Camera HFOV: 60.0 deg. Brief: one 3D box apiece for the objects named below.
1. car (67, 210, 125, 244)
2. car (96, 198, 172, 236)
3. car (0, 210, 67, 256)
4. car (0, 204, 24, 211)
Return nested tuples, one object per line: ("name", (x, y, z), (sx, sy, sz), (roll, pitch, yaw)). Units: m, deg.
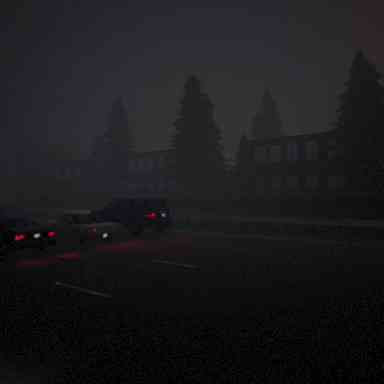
("car", (-5.802, 1.733, 16.597), (4.718, 1.301, 1.895), (-1, 0, 36))
("car", (-3.706, 1.348, 19.400), (5.566, 2.045, 2.150), (0, 0, 36))
("car", (-7.738, 1.678, 13.678), (5.357, 1.411, 2.033), (-1, 0, 36))
("car", (-16.284, 1.753, 28.367), (5.008, 1.535, 1.882), (0, 0, 36))
